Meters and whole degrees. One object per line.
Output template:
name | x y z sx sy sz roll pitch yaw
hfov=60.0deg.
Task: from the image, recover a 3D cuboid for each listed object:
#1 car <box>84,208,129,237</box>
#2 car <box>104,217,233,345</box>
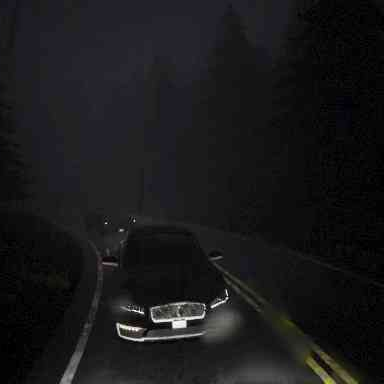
car | -4.615 1.608 18.504 1.895 1.301 4.718 -3 1 -29
car | -0.639 1.494 6.766 1.837 1.490 4.892 -1 0 -11
